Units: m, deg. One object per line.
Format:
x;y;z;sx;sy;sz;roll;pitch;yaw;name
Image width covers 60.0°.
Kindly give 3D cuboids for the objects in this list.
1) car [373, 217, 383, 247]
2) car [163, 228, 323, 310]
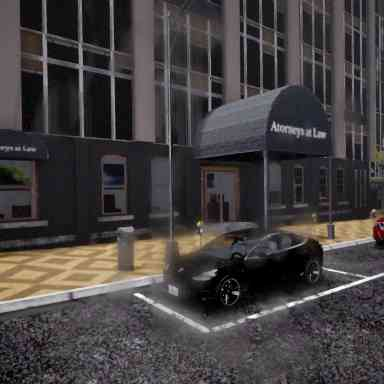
9.642;1.310;14.054;5.009;1.841;2.192;0;-1;-37;car
1.370;1.564;7.847;4.313;1.339;1.947;0;-1;-37;car
